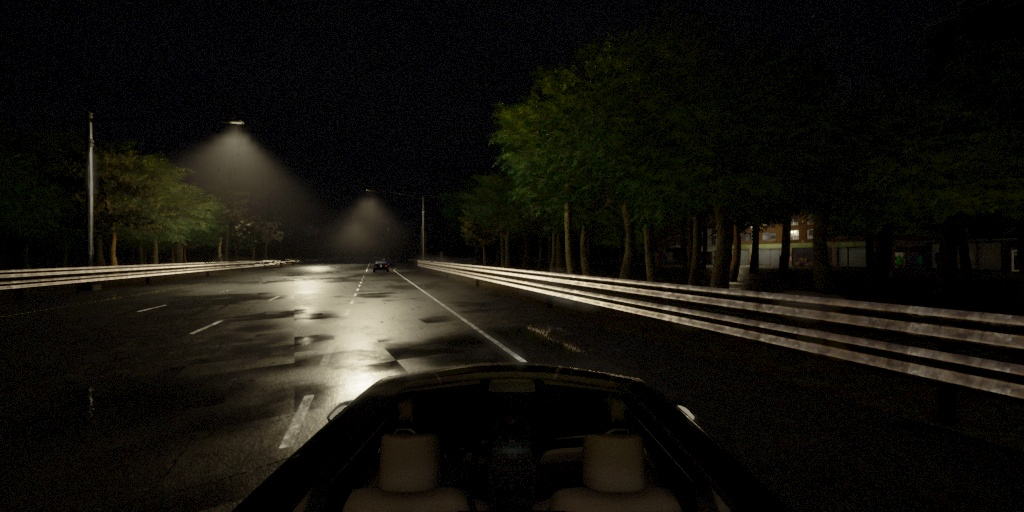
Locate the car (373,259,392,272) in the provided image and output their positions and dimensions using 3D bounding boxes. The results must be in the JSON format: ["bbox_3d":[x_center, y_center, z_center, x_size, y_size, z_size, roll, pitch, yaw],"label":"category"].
[{"bbox_3d":[-16.916,1.293,46.273,2.033,1.411,5.357,0,0,-20],"label":"car"}]

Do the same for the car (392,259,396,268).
[{"bbox_3d":[-21.134,1.270,61.736,1.812,1.442,4.674,0,0,-10],"label":"car"}]
